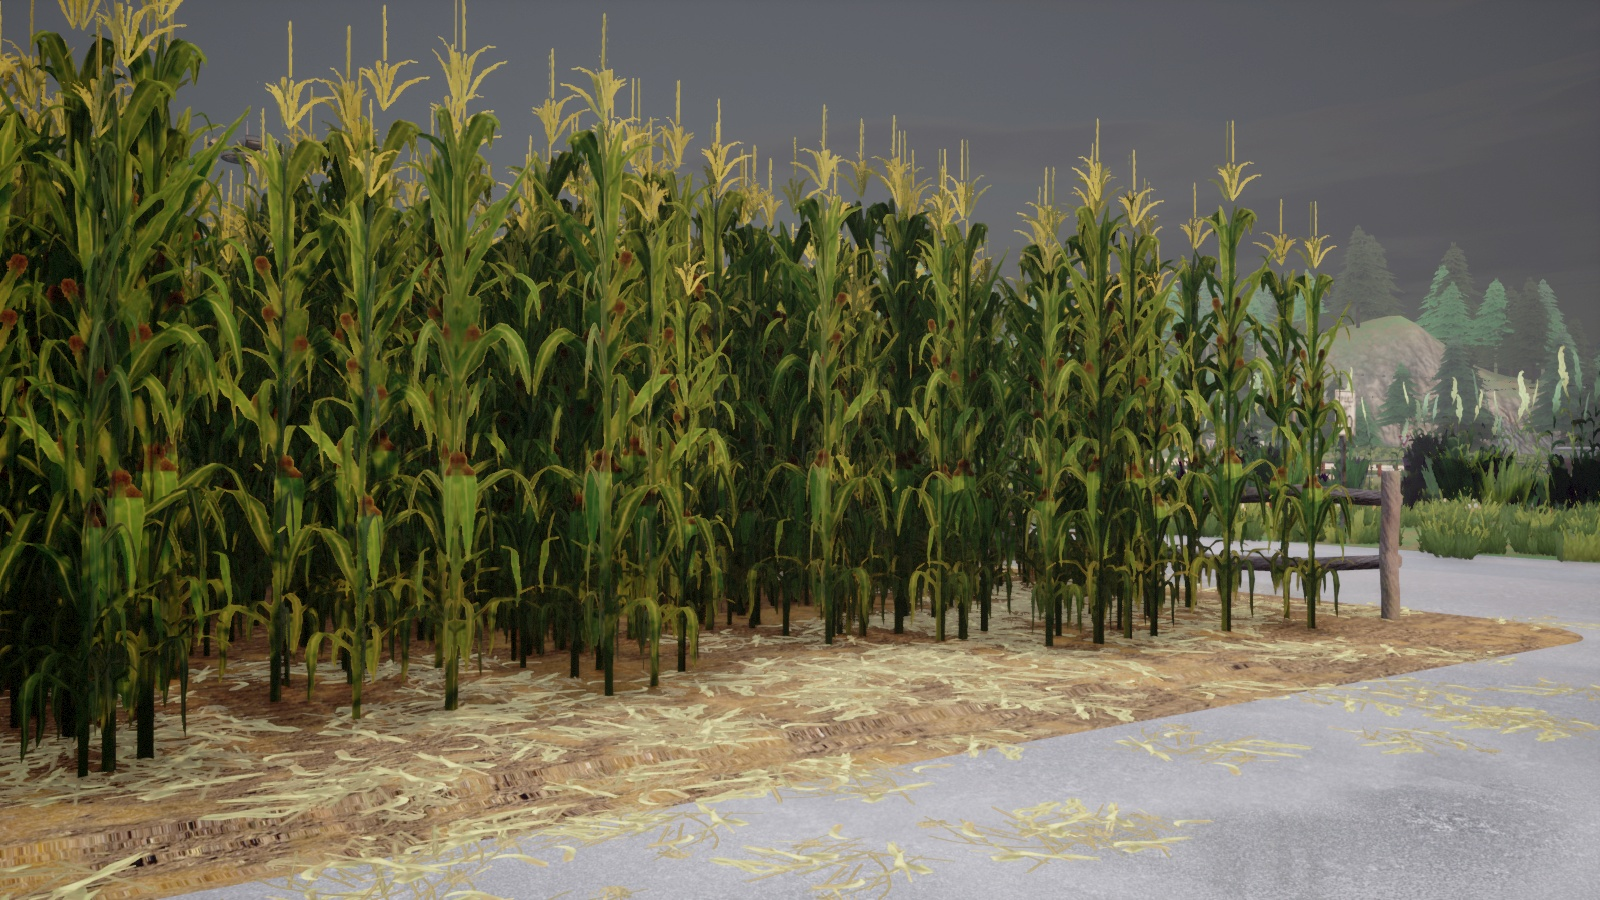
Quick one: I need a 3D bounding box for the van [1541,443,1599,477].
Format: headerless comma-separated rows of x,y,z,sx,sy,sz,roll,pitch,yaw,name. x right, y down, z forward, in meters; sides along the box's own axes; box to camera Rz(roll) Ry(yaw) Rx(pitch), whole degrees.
47.407,0.582,75.726,1.775,1.987,4.442,0,0,-29,van
